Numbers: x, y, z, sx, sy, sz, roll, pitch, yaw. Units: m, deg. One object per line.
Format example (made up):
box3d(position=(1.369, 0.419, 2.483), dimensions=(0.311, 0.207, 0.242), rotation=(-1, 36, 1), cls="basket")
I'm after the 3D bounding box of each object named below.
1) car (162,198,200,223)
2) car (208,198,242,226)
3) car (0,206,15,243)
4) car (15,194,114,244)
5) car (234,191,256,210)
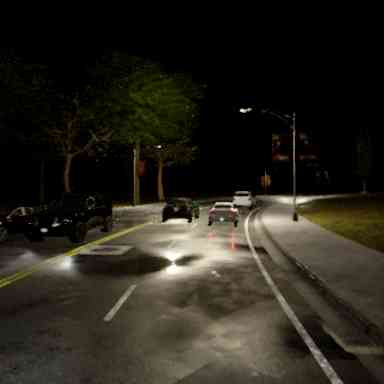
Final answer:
box3d(position=(-0.705, 1.213, 24.487), dimensions=(2.097, 1.767, 4.553), rotation=(0, 0, 10), cls="car")
box3d(position=(2.174, 1.393, 22.214), dimensions=(1.812, 1.442, 4.674), rotation=(0, 0, 10), cls="car")
box3d(position=(-8.782, 1.417, 15.751), dimensions=(2.128, 1.511, 4.902), rotation=(0, 0, 7), cls="car")
box3d(position=(-5.536, 1.142, 15.888), dimensions=(2.150, 2.045, 5.566), rotation=(0, 0, 7), cls="car")
box3d(position=(6.259, 0.952, 39.294), dimensions=(2.150, 2.045, 5.566), rotation=(0, 1, 17), cls="car")
